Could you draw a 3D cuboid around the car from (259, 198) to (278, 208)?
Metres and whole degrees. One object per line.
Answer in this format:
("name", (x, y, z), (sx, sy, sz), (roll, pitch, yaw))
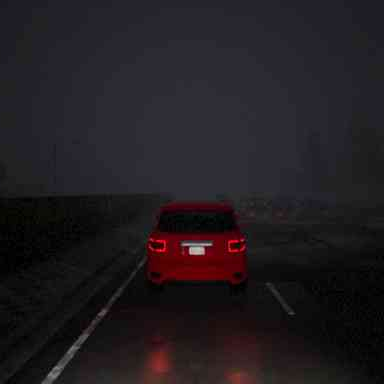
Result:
("car", (11.435, 1.561, 49.851), (1.994, 1.385, 4.181), (0, 0, 1))

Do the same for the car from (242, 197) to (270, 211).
("car", (7.758, 1.350, 40.720), (2.097, 1.767, 4.553), (0, 0, 1))

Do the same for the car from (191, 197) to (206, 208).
("car", (0.937, 1.489, 50.054), (2.128, 1.511, 4.902), (0, 0, 1))

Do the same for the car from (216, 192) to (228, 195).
("car", (4.437, 1.219, 50.016), (2.150, 2.045, 5.566), (0, 0, 1))

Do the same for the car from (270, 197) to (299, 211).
("car", (11.273, 1.350, 41.453), (2.097, 1.767, 4.553), (0, 0, 1))

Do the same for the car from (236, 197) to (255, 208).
("car", (7.935, 1.489, 49.919), (2.128, 1.511, 4.902), (0, 0, 1))

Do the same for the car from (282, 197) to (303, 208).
("car", (14.934, 1.502, 49.784), (1.837, 1.490, 4.892), (0, 0, 1))

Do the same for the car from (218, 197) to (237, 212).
("car", (4.251, 1.476, 40.401), (1.882, 1.535, 5.008), (0, 0, 1))

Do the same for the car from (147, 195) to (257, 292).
("car", (0.145, 1.221, 9.058), (2.150, 2.045, 5.566), (0, 0, 1))

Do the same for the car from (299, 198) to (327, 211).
("car", (14.757, 1.476, 40.615), (1.882, 1.535, 5.008), (0, 0, 1))
